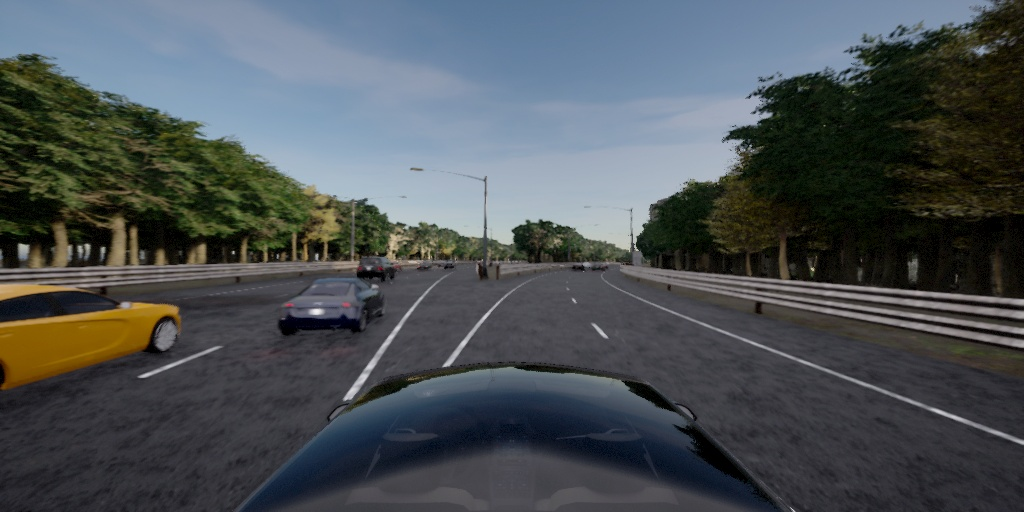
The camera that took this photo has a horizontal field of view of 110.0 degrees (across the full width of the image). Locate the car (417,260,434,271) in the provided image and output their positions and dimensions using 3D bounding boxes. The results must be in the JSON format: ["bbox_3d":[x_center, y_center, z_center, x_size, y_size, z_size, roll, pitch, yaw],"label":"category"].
[{"bbox_3d":[-14.106,1.695,58.384,1.895,1.301,4.718,1,-1,-4],"label":"car"}]

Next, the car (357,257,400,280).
[{"bbox_3d":[-11.476,1.101,30.606,2.150,2.045,5.566,1,-1,-7],"label":"car"}]

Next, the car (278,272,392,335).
[{"bbox_3d":[-5.045,1.332,10.624,1.994,1.385,4.181,1,-1,-10],"label":"car"}]

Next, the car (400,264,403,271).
[{"bbox_3d":[-17.158,1.522,51.700,1.812,1.442,4.674,1,0,-4],"label":"car"}]

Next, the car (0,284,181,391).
[{"bbox_3d":[-7.568,1.166,5.465,1.882,1.535,5.008,1,-1,-10],"label":"car"}]
